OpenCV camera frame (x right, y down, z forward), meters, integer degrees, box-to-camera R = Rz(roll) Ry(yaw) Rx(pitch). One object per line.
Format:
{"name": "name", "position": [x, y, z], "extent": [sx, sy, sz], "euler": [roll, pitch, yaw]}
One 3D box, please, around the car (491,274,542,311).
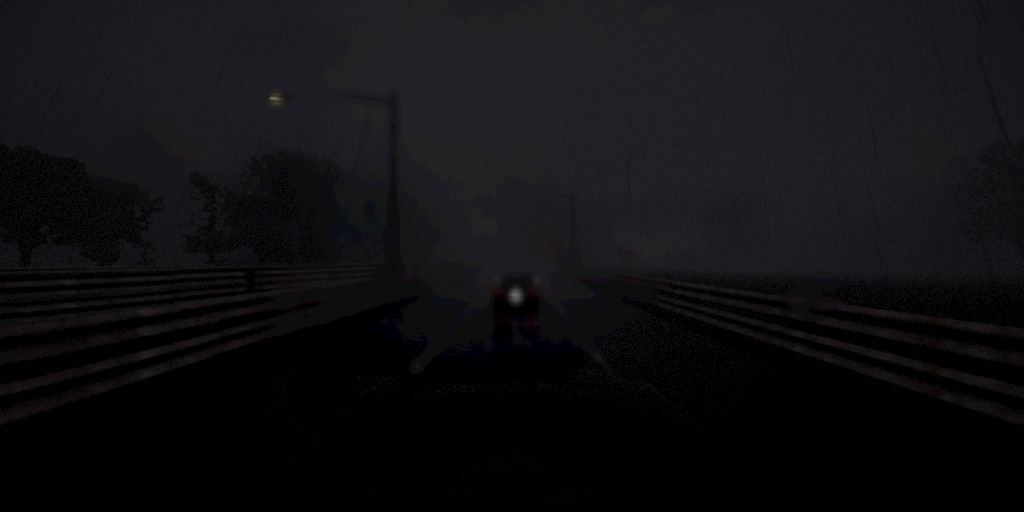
{"name": "car", "position": [0.227, 1.457, 15.237], "extent": [1.994, 1.385, 4.181], "euler": [0, -1, 2]}
